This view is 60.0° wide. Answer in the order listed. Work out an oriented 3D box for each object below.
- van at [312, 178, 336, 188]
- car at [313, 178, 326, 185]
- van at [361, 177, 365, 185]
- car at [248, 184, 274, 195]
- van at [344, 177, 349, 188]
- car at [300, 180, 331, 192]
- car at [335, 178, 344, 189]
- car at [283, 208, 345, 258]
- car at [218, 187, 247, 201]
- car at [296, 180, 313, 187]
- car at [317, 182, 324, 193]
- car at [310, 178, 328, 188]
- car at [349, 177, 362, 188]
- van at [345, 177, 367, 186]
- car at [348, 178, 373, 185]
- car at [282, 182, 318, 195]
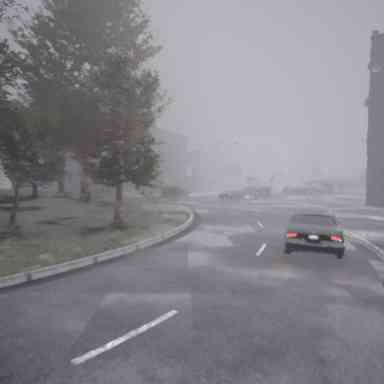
[{"bbox_3d":[22.291,-1.062,58.381,4.442,1.987,1.878,1,4,19],"label":"van"},{"bbox_3d":[32.250,-2.630,83.934,1.812,1.442,4.674,2,4,39],"label":"car"},{"bbox_3d":[35.704,-2.233,74.914,4.442,1.987,1.878,1,4,19],"label":"van"},{"bbox_3d":[11.296,-0.327,52.716,1.837,1.490,4.892,2,5,39],"label":"car"},{"bbox_3d":[27.816,-1.568,65.535,4.442,1.987,1.878,1,4,19],"label":"van"},{"bbox_3d":[20.088,-0.678,56.129,5.366,1.575,1.946,1,4,19],"label":"car"},{"bbox_3d":[24.067,-1.257,60.780,5.566,2.045,2.435,1,4,19],"label":"car"},{"bbox_3d":[4.365,1.313,12.033,2.033,1.411,5.357,3,2,19],"label":"car"},{"bbox_3d":[5.166,0.366,43.708,1.895,1.301,4.718,2,3,28],"label":"car"},{"bbox_3d":[25.653,-1.880,75.812,2.033,1.411,5.357,2,4,39],"label":"car"},{"bbox_3d":[18.349,-0.463,53.710,4.674,1.452,2.002,1,4,19],"label":"car"},{"bbox_3d":[28.194,-2.108,73.773,2.150,2.045,5.566,2,4,39],"label":"car"},{"bbox_3d":[33.672,-1.842,72.603,4.892,1.521,2.231,1,4,19],"label":"car"},{"bbox_3d":[39.313,-2.572,79.704,4.442,1.987,1.878,1,4,19],"label":"van"},{"bbox_3d":[41.522,-2.512,81.992,5.366,1.575,1.946,1,4,19],"label":"car"},{"bbox_3d":[16.427,-0.336,51.356,4.892,1.521,2.231,1,4,19],"label":"car"}]
